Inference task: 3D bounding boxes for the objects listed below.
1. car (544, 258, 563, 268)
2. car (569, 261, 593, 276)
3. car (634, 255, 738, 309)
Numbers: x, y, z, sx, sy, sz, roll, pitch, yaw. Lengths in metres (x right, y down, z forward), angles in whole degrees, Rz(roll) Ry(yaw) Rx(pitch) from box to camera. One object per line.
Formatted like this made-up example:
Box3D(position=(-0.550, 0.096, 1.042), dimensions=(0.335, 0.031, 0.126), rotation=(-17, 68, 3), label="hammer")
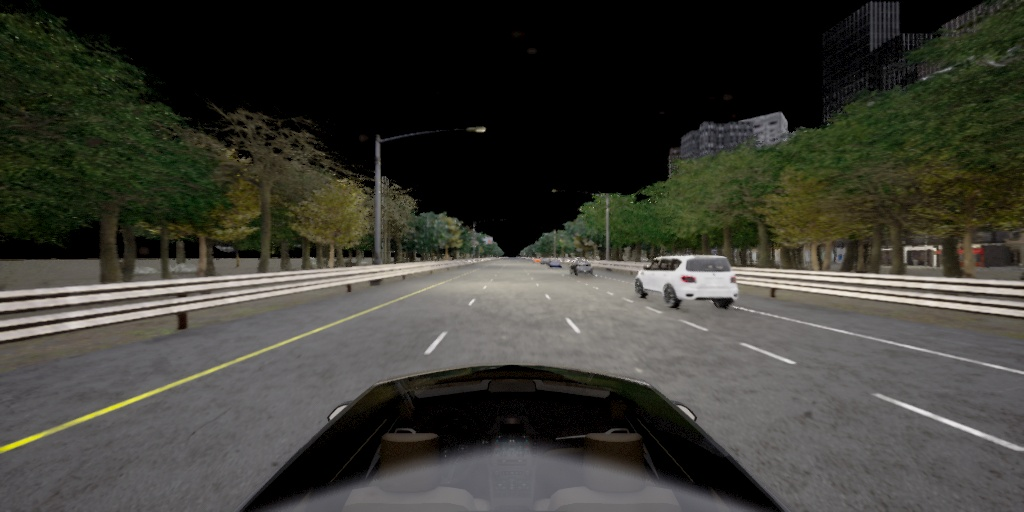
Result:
Box3D(position=(7.150, 1.352, 61.019), dimensions=(1.994, 1.385, 4.181), rotation=(0, 0, 0), label="car")
Box3D(position=(7.058, 1.266, 37.000), dimensions=(2.128, 1.511, 4.902), rotation=(0, 0, 0), label="car")
Box3D(position=(7.006, 0.984, 15.102), dimensions=(2.150, 2.045, 5.566), rotation=(0, 0, 0), label="car")
